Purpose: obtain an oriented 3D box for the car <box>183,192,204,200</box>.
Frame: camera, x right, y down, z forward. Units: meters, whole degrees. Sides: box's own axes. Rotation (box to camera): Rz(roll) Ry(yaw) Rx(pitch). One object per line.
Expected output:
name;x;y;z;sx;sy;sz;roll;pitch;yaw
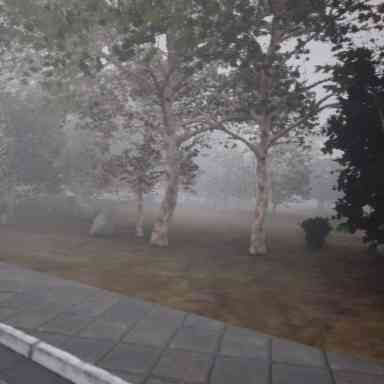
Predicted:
car;-0.097;1.065;93.264;2.435;2.045;5.566;6;2;42
